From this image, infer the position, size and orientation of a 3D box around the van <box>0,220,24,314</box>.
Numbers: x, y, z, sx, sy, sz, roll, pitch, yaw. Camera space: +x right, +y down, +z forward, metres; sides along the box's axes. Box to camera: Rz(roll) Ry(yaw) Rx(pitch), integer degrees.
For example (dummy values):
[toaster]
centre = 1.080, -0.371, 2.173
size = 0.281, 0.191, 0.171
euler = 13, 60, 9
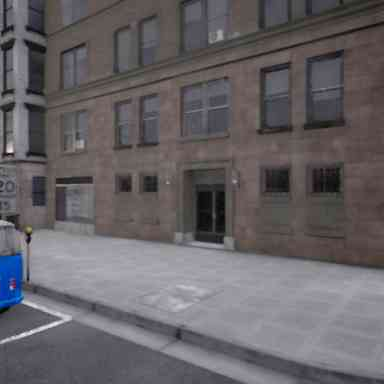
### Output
[van]
centre = -4.859, 1.333, 6.282
size = 3.998, 1.788, 1.690
euler = 0, 0, 36
